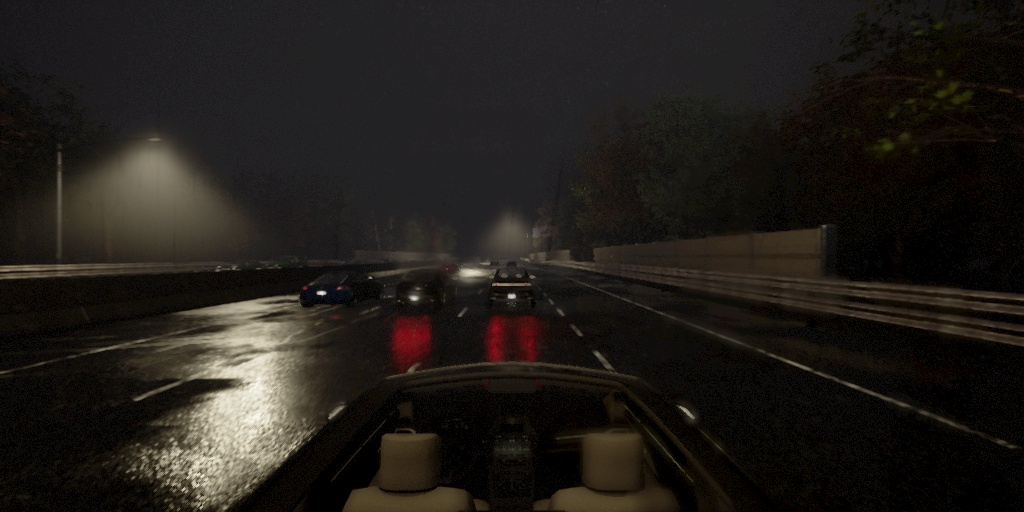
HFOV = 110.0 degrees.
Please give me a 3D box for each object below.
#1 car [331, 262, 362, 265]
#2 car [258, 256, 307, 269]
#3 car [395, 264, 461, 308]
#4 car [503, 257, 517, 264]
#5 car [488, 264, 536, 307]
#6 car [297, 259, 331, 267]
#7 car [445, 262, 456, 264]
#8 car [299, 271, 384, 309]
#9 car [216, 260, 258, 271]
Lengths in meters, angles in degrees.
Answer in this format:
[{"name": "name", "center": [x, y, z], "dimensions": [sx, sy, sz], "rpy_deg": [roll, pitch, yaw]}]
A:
[{"name": "car", "center": [-17.574, 1.332, 39.402], "dimensions": [1.812, 1.442, 4.674], "rpy_deg": [0, 0, 0]}, {"name": "car", "center": [-24.571, 1.030, 39.294], "dimensions": [2.150, 2.045, 5.566], "rpy_deg": [0, 0, 0]}, {"name": "car", "center": [-3.503, 1.277, 15.346], "dimensions": [1.837, 1.490, 4.892], "rpy_deg": [0, 0, 0]}, {"name": "car", "center": [-0.018, 1.339, 64.958], "dimensions": [2.128, 1.511, 4.902], "rpy_deg": [0, 0, 0]}, {"name": "car", "center": [-0.005, 1.263, 15.503], "dimensions": [2.128, 1.511, 4.902], "rpy_deg": [0, 0, 0]}, {"name": "car", "center": [-21.071, 1.333, 39.514], "dimensions": [1.812, 1.442, 4.674], "rpy_deg": [0, 0, 0]}, {"name": "car", "center": [-7.012, 1.373, 40.451], "dimensions": [1.994, 1.385, 4.181], "rpy_deg": [0, 0, 0]}, {"name": "car", "center": [-7.005, 1.334, 15.192], "dimensions": [1.994, 1.385, 4.181], "rpy_deg": [0, 0, 0]}, {"name": "car", "center": [-28.068, 1.156, 37.127], "dimensions": [2.097, 1.767, 4.553], "rpy_deg": [0, 0, 0]}]
